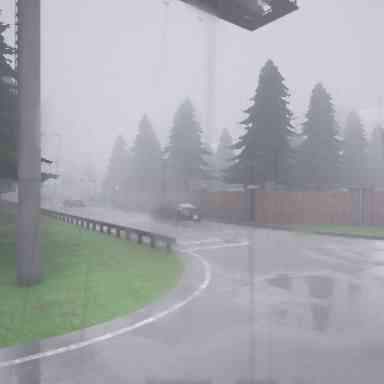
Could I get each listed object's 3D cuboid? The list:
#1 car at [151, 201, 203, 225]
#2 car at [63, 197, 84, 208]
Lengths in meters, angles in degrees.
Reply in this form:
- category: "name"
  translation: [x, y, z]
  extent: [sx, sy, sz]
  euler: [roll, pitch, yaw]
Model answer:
- category: "car"
  translation: [-1.044, 1.349, 22.218]
  extent: [1.812, 1.442, 4.674]
  euler: [0, 0, -33]
- category: "car"
  translation: [-15.726, 1.349, 44.169]
  extent: [1.812, 1.442, 4.674]
  euler: [0, 0, -34]
